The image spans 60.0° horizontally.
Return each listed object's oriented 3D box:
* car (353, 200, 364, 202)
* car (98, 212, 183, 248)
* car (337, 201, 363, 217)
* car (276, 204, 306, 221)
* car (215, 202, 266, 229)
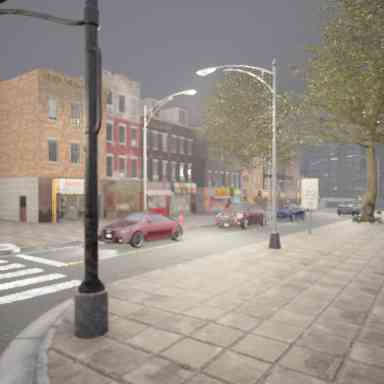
[{"bbox_3d":[24.816,2.164,48.663,2.150,2.045,5.566,0,-2,36],"label":"car"},{"bbox_3d":[-2.276,1.659,15.410,1.994,1.385,4.181,0,-1,37],"label":"car"},{"bbox_3d":[18.931,2.182,40.318,2.128,1.511,4.902,0,-1,35],"label":"car"},{"bbox_3d":[9.345,1.908,31.836,1.882,1.535,5.008,0,-1,35],"label":"car"},{"bbox_3d":[3.531,1.596,23.606,2.097,1.767,4.553,0,-1,35],"label":"car"}]
